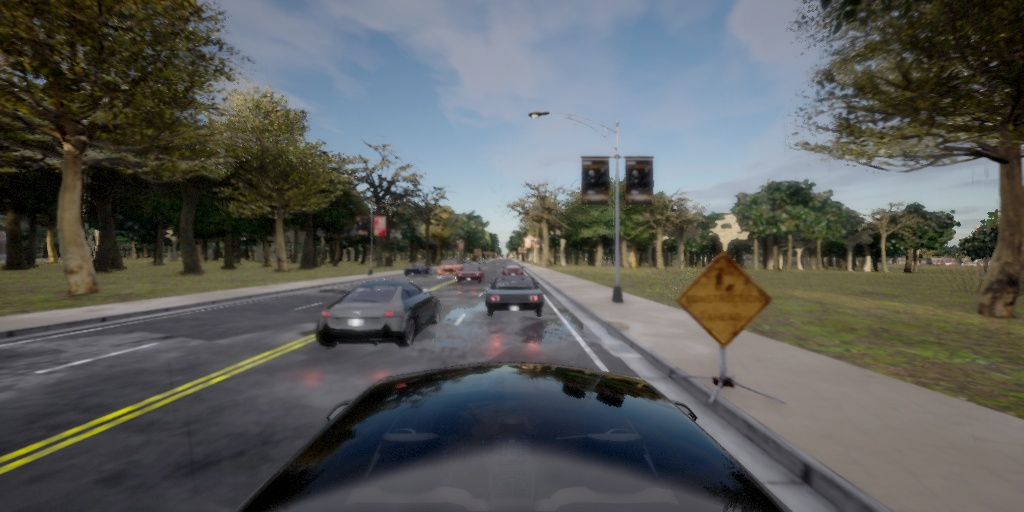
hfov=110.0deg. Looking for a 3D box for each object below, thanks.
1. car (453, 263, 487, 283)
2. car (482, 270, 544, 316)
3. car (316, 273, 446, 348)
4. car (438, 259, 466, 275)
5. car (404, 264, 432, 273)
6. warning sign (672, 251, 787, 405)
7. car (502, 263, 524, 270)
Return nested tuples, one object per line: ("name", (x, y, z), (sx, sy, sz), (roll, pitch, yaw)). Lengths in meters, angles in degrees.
("car", (-3.167, 1.421, 28.562), (1.895, 1.301, 4.718), (0, 0, 0))
("car", (0.089, 1.363, 13.472), (1.895, 1.301, 4.718), (0, 0, 0))
("car", (-3.171, 1.321, 9.301), (1.994, 1.385, 4.181), (0, 0, 0))
("car", (-6.604, 1.232, 38.768), (2.097, 1.767, 4.553), (0, 0, 0))
("car", (-9.858, 1.475, 37.698), (1.895, 1.301, 4.718), (0, 0, 0))
("warning sign", (2.849, 0.867, 4.840), (1.300, 1.860, 1.060), (0, 0, 0))
("car", (0.085, 1.361, 31.186), (1.812, 1.442, 4.674), (0, 0, 0))
